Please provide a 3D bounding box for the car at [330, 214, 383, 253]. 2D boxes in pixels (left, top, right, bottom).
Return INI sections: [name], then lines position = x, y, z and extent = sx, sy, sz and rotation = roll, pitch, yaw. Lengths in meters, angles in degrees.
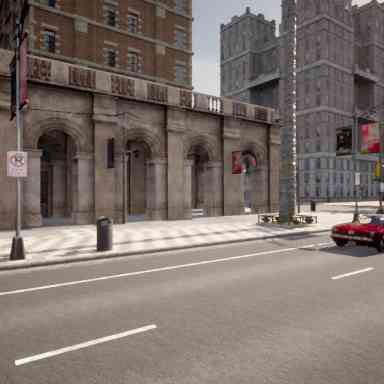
[car]
position = 7.814, 1.601, 13.807
extent = 4.718, 1.301, 1.895
rotation = 0, 0, -35
